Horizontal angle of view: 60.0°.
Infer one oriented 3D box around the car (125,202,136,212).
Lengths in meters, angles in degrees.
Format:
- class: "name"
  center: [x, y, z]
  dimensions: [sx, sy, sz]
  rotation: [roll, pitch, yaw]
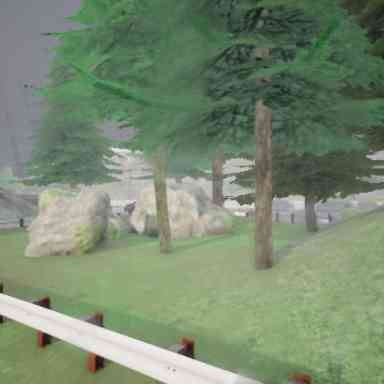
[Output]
- class: "car"
  center: [-4.675, 1.753, 34.700]
  dimensions: [1.837, 1.490, 4.892]
  rotation: [-1, -4, 44]
